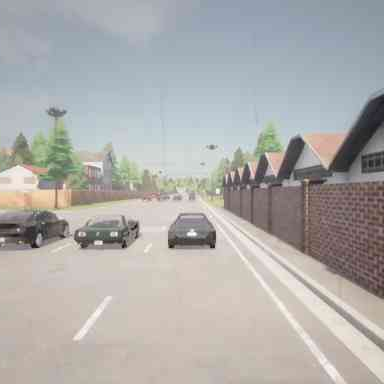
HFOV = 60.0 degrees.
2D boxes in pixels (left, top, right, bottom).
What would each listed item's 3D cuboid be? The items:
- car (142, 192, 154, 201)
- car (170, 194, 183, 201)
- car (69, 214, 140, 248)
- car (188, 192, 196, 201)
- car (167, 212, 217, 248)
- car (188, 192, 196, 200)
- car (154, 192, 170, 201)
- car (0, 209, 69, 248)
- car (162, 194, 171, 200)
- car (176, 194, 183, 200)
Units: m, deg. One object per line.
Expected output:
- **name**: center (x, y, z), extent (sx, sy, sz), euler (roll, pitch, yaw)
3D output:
- **car**: center (-10.500, 1.419, 78.161), extent (1.812, 1.442, 4.674), euler (0, 0, 0)
- **car**: center (-3.500, 1.359, 77.842), extent (1.882, 1.535, 5.008), euler (0, 0, 0)
- **car**: center (-3.500, 1.613, 14.680), extent (1.895, 1.301, 4.718), euler (0, 0, 0)
- **car**: center (0.000, 1.420, 78.161), extent (2.128, 1.511, 4.902), euler (0, 0, 0)
- **car**: center (0.000, 1.569, 14.650), extent (1.994, 1.385, 4.181), euler (0, 0, 0)
- **car**: center (0.000, 1.138, 92.453), extent (2.150, 2.045, 5.566), euler (0, 0, 0)
- **car**: center (-7.000, 1.406, 77.842), extent (2.128, 1.511, 4.902), euler (0, 0, 0)
- **car**: center (-7.000, 1.513, 14.650), extent (1.837, 1.490, 4.892), euler (0, 0, 0)
- **car**: center (-7.000, 1.324, 91.592), extent (1.882, 1.535, 5.008), euler (0, 0, 0)
- **car**: center (-3.500, 1.370, 91.592), extent (1.812, 1.442, 4.674), euler (0, 0, 0)
